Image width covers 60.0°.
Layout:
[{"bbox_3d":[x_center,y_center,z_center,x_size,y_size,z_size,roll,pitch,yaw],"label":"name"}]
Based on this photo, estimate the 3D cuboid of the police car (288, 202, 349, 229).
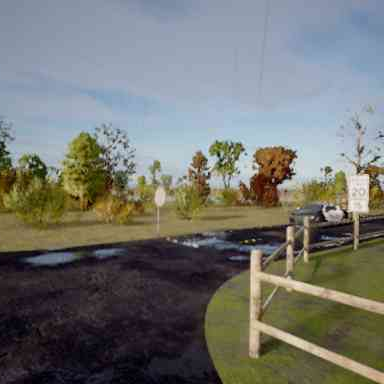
[{"bbox_3d":[8.105,1.444,21.360,4.974,1.542,2.038,0,1,-40],"label":"police car"}]
